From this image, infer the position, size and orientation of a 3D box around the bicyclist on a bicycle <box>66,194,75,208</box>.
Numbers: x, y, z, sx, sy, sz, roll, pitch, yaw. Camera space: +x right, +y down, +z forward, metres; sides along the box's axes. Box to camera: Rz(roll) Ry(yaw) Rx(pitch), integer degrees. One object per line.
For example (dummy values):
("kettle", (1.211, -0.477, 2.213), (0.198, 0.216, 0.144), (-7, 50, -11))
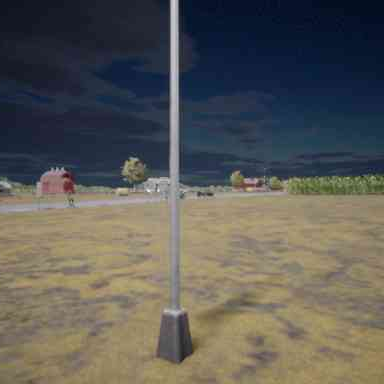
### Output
("bicyclist on a bicycle", (-13.726, 1.043, 37.397), (1.656, 1.620, 0.582), (-1, 1, 35))

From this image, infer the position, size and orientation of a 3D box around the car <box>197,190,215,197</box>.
("car", (2.820, 0.300, 67.597), (1.837, 1.490, 4.892), (1, 2, 35))

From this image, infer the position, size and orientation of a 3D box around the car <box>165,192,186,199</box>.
("car", (-2.920, 0.550, 59.438), (1.994, 1.385, 4.181), (1, 2, 36))
